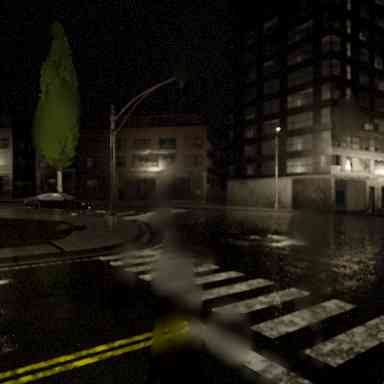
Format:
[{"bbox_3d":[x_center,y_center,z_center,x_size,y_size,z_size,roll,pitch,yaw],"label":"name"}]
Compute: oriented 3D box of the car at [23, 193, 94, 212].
[{"bbox_3d":[-10.630,0.779,26.570,5.357,1.411,2.033,1,0,11],"label":"car"}]
